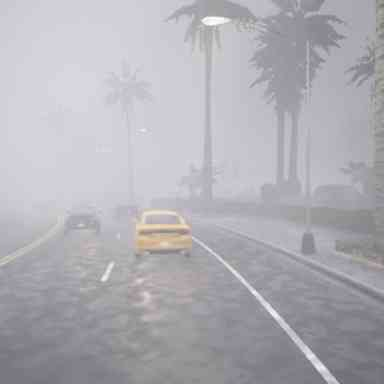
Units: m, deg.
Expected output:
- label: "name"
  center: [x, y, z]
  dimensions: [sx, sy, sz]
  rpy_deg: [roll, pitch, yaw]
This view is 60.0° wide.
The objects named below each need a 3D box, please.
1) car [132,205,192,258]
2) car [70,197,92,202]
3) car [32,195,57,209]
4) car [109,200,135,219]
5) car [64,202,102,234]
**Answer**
- label: "car"
  center: [-1.237, 1.458, 12.802]
  dimensions: [1.882, 1.535, 5.008]
  rpy_deg: [0, 0, -9]
- label: "car"
  center: [-14.658, 1.450, 43.710]
  dimensions: [1.837, 1.490, 4.892]
  rpy_deg: [1, 0, -39]
- label: "car"
  center: [-19.412, 1.476, 43.803]
  dimensions: [1.812, 1.442, 4.674]
  rpy_deg: [0, 0, -43]
- label: "car"
  center: [-5.982, 1.437, 28.851]
  dimensions: [1.882, 1.535, 5.008]
  rpy_deg: [0, 0, -22]
- label: "car"
  center: [-6.195, 1.502, 19.046]
  dimensions: [1.812, 1.442, 4.674]
  rpy_deg: [0, 0, -15]
